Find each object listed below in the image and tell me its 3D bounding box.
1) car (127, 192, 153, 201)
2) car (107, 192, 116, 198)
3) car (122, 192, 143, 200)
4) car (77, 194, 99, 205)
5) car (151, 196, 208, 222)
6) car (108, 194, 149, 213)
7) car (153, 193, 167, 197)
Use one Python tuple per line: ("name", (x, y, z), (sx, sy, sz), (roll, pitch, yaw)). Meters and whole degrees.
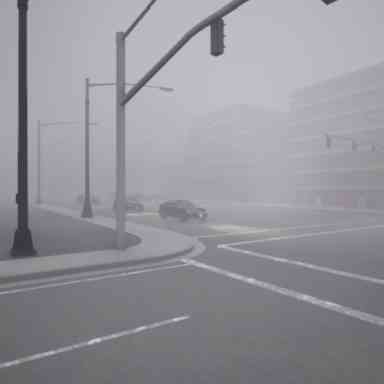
("car", (-8.917, 0.816, 55.760), (1.882, 1.535, 5.008), (0, 1, -34))
("car", (-14.796, 0.680, 64.370), (1.837, 1.490, 4.892), (0, 1, -34))
("car", (-11.906, 0.718, 66.344), (2.033, 1.411, 5.357), (0, 1, -34))
("car", (-13.881, 0.947, 44.262), (1.882, 1.535, 5.008), (0, 1, -34))
("car", (-0.765, 1.343, 25.017), (2.128, 1.511, 4.902), (0, 1, -34))
("car", (-6.487, 1.227, 33.403), (1.812, 1.442, 4.674), (0, 1, -34))
("car", (-6.027, 0.826, 57.733), (2.128, 1.511, 4.902), (0, 1, -34))
